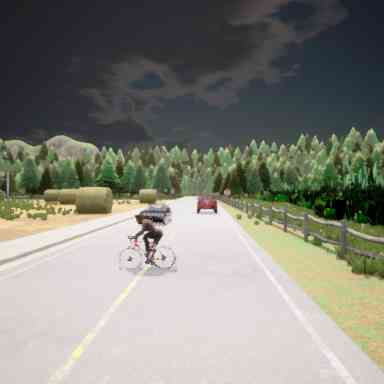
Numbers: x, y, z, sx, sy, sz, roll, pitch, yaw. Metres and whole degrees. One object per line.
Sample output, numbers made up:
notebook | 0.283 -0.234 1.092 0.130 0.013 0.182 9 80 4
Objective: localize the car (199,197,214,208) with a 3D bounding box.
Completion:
car | 2.215 1.491 49.117 2.128 1.511 4.902 0 0 3

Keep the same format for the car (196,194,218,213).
car | 1.672 1.221 36.741 2.150 2.045 5.566 0 0 2

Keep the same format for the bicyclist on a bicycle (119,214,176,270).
bicyclist on a bicycle | -1.307 1.455 9.554 1.656 1.620 0.582 -2 0 3

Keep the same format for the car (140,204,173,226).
car | -2.511 1.547 23.986 2.033 1.411 5.357 0 0 3
